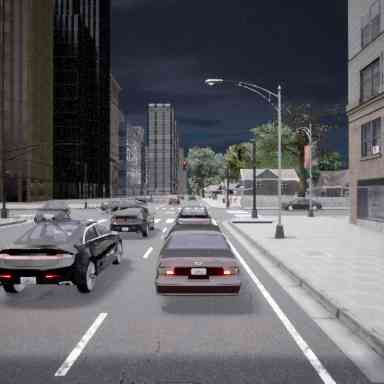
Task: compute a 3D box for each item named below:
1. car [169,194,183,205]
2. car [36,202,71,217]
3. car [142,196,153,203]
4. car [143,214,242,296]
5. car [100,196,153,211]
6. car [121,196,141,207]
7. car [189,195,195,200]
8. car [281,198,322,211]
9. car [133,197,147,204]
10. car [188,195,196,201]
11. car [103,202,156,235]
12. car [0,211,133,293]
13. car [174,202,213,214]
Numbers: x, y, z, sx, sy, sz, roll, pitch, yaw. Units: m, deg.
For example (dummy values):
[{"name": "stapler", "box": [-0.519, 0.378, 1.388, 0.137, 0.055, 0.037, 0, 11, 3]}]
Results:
[{"name": "car", "box": [-3.120, 1.521, 60.468, 1.812, 1.442, 4.674, 0, 0, 0]}, {"name": "car", "box": [-9.982, 1.490, 24.315, 2.128, 1.511, 4.902, 1, 0, -13]}, {"name": "car", "box": [-9.723, 1.518, 73.212, 1.812, 1.442, 4.674, 0, 0, 0]}, {"name": "car", "box": [0.094, 1.545, 8.768, 2.033, 1.411, 5.357, 0, 0, -1]}, {"name": "car", "box": [-6.876, 1.484, 34.171, 4.902, 1.511, 2.128, 0, 0, 0]}, {"name": "car", "box": [-9.806, 1.487, 53.781, 2.128, 1.511, 4.902, 0, 0, 1]}, {"name": "car", "box": [0.035, 1.527, 94.348, 1.812, 1.442, 4.674, 0, 0, 0]}, {"name": "car", "box": [13.298, 1.554, 40.720, 4.892, 1.490, 1.837, 0, -1, 0]}, {"name": "car", "box": [-9.769, 1.596, 63.100, 1.895, 1.301, 4.718, 0, 0, 1]}, {"name": "car", "box": [0.032, 1.496, 84.112, 1.837, 1.490, 4.892, 0, 0, 0]}, {"name": "car", "box": [-3.143, 1.504, 18.099, 1.837, 1.490, 4.892, 0, 0, 0]}, {"name": "car", "box": [-3.148, 1.492, 8.839, 2.128, 1.511, 4.902, 0, 0, 0]}, {"name": "car", "box": [0.105, 1.491, 17.821, 2.128, 1.511, 4.902, 0, 0, 0]}]
